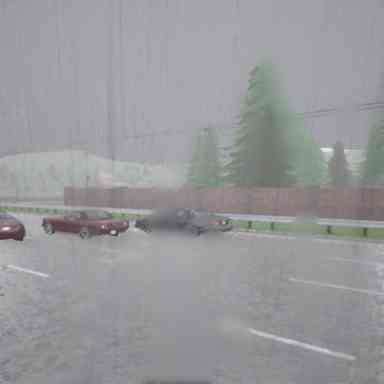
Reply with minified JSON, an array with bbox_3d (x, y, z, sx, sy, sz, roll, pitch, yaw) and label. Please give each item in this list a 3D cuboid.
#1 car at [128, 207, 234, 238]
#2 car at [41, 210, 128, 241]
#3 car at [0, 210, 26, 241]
[{"bbox_3d":[-0.530,1.497,17.249,5.357,1.411,2.033,0,0,36],"label":"car"},{"bbox_3d":[-5.381,1.533,16.420,4.718,1.301,1.895,0,0,36],"label":"car"},{"bbox_3d":[-9.333,1.484,14.942,4.181,1.385,1.994,0,0,36],"label":"car"}]
